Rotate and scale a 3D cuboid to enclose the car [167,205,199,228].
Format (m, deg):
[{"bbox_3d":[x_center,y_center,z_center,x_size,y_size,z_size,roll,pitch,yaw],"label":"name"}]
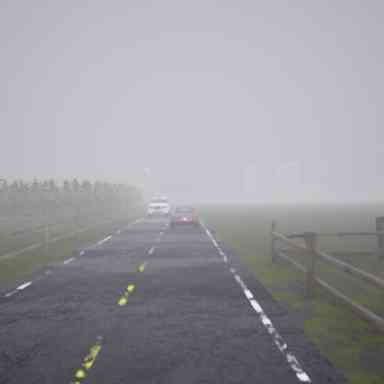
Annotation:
[{"bbox_3d":[-0.532,1.785,24.161,1.994,1.385,4.181,-1,-1,-1],"label":"car"}]

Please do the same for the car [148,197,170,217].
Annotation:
[{"bbox_3d":[-3.604,1.608,36.819,2.150,2.045,5.566,-1,-1,-1],"label":"car"}]
